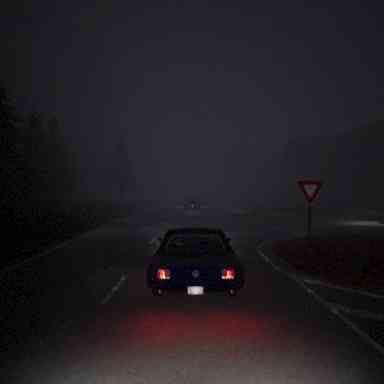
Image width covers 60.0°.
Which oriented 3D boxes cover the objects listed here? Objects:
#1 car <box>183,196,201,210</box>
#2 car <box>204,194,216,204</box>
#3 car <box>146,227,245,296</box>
[{"bbox_3d":[0.049,1.294,40.060,1.837,1.490,4.892,0,0,0],"label":"car"},{"bbox_3d":[2.903,1.164,55.342,1.816,1.474,4.193,-6,1,-2],"label":"car"},{"bbox_3d":[0.071,1.556,8.479,1.895,1.301,4.718,0,0,0],"label":"car"}]
